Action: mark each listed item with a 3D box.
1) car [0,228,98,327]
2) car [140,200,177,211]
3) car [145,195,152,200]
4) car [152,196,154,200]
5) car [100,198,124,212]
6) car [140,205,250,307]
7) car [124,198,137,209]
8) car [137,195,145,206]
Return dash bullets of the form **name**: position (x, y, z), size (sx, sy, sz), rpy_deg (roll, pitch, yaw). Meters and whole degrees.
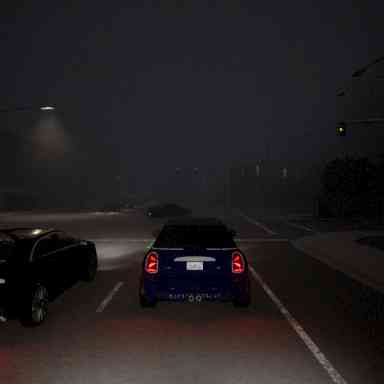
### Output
- **car**: position (-3.446, 1.503, 7.015), size (2.128, 1.511, 4.902), rpy_deg (0, 0, 0)
- **car**: position (-2.046, 1.721, 30.152), size (1.812, 1.442, 4.674), rpy_deg (-1, -1, 42)
- **car**: position (-10.621, 1.556, 72.785), size (2.097, 1.767, 4.553), rpy_deg (0, 1, 0)
- **car**: position (-10.638, 1.637, 82.918), size (2.128, 1.511, 4.902), rpy_deg (0, 0, 0)
- **car**: position (-10.669, 1.857, 43.910), size (1.812, 1.442, 4.674), rpy_deg (0, 0, 0)
- **car**: position (0.060, 1.364, 8.155), size (2.097, 1.767, 4.553), rpy_deg (0, 0, 0)
- **car**: position (-10.681, 1.743, 52.946), size (2.097, 1.767, 4.553), rpy_deg (0, 0, 0)
- **car**: position (-10.660, 1.821, 62.732), size (1.882, 1.535, 5.008), rpy_deg (0, 1, 0)
